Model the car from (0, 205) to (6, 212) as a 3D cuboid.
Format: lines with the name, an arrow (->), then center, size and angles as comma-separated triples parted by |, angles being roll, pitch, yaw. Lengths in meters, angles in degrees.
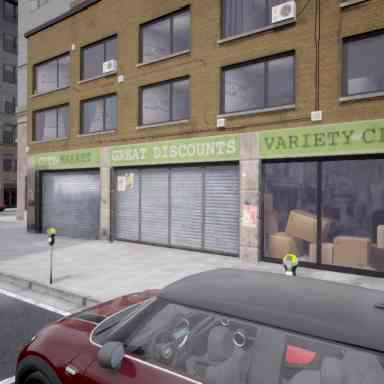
car -> -19.460, 1.457, 29.773 | 1.895, 1.301, 4.718 | 1, 1, 34

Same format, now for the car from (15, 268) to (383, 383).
car -> 0.224, 1.440, 2.905 | 4.097, 1.590, 1.967 | 0, 1, 35
